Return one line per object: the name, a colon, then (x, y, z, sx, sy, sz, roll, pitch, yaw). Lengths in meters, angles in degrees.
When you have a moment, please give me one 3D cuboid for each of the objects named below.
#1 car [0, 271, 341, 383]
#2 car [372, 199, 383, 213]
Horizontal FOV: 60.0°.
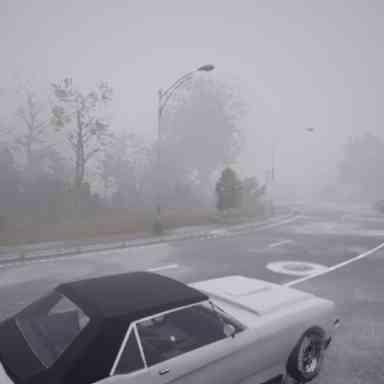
car: (-0.355, 1.618, 3.702, 4.718, 1.301, 1.895, 0, 0, -37)
car: (21.005, 1.504, 36.012, 2.128, 1.511, 4.902, 1, 0, 16)
